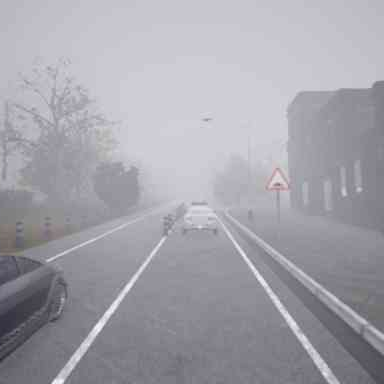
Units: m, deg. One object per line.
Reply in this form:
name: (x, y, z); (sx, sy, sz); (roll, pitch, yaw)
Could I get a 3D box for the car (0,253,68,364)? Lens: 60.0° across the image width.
car: (-3.279, 1.555, 4.414); (1.994, 1.385, 4.181); (0, 0, 1)

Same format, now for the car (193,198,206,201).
car: (0.813, 1.403, 37.238); (1.882, 1.535, 5.008); (-1, 1, 1)

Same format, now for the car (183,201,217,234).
car: (0.449, 1.493, 19.160); (1.812, 1.442, 4.674); (0, 1, 1)
